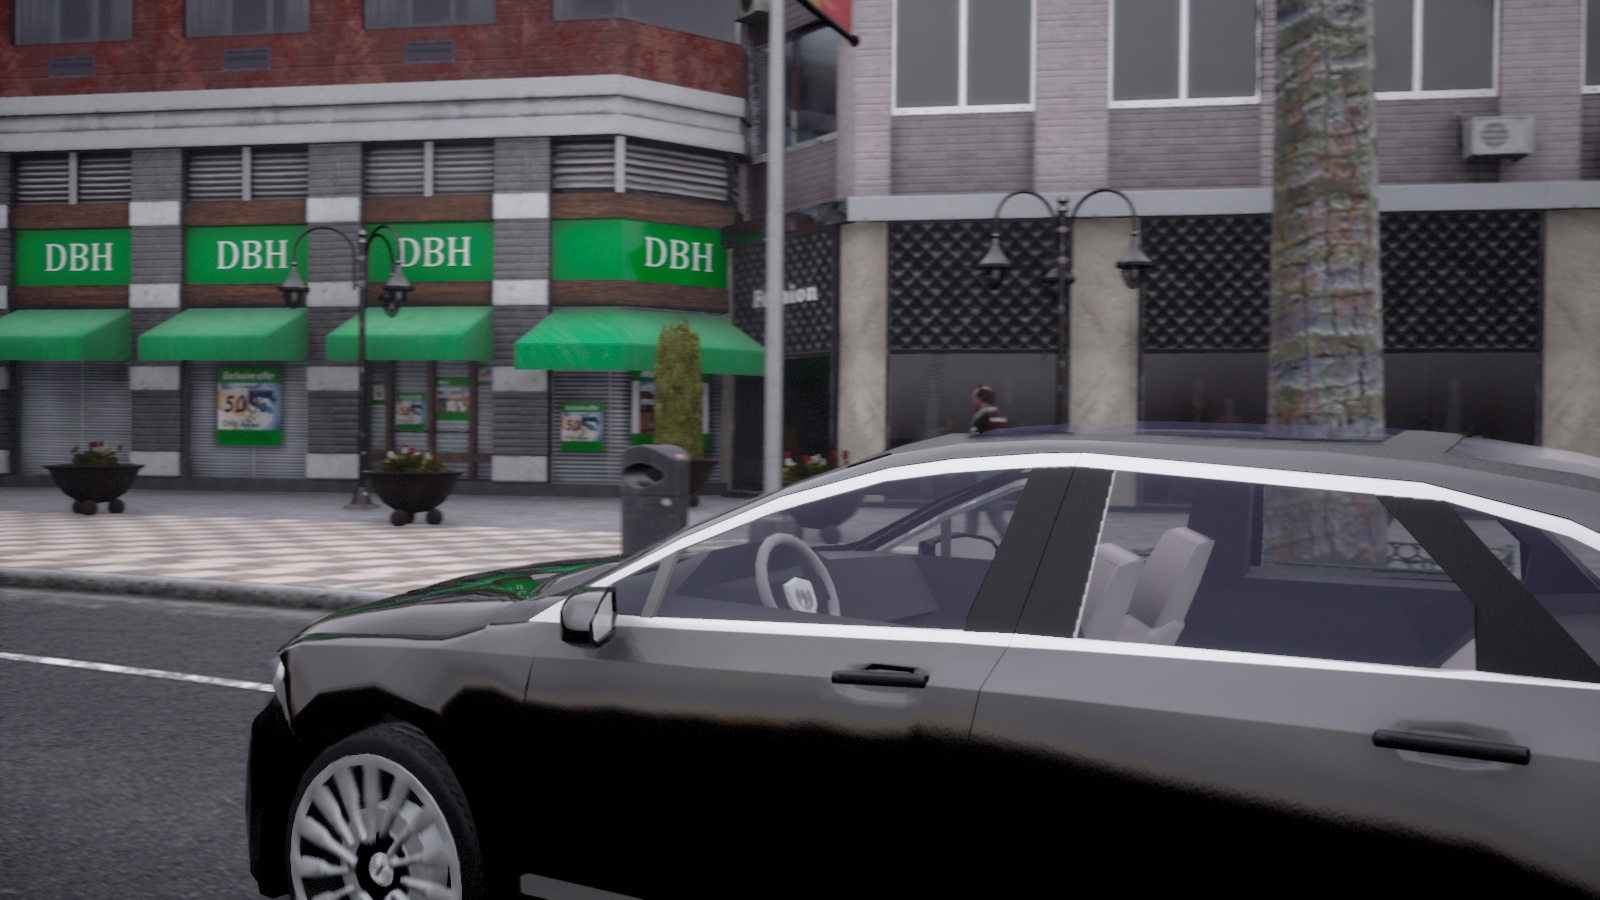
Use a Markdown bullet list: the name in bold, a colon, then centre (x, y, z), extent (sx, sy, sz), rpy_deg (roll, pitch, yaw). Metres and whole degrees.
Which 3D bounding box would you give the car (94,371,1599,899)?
- **car**: centre (0.664, 0.636, 3.133), extent (4.902, 1.511, 2.128), rpy_deg (0, 1, 32)

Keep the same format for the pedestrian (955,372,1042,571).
- **pedestrian**: centre (1.903, 0.198, 12.042), extent (0.720, 1.854, 0.376), rpy_deg (0, 1, 37)
